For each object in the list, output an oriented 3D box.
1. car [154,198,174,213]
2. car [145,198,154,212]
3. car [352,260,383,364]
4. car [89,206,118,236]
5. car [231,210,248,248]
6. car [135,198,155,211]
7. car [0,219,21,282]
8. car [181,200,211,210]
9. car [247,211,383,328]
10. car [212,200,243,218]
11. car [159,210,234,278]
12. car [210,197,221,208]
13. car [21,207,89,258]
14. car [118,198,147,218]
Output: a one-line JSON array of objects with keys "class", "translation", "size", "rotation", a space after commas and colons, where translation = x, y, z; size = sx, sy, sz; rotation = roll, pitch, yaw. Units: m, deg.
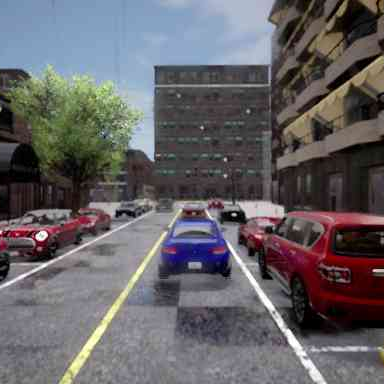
[{"class": "car", "translation": [-2.974, 1.444, 36.400], "size": [1.837, 1.490, 4.892], "rotation": [0, 0, 0]}, {"class": "car", "translation": [-5.535, 1.492, 35.249], "size": [2.008, 1.369, 4.403], "rotation": [1, 0, 0]}, {"class": "car", "translation": [2.705, 1.522, 1.330], "size": [1.752, 1.417, 4.829], "rotation": [1, 0, 0]}, {"class": "car", "translation": [-5.590, 1.550, 18.188], "size": [1.802, 1.307, 4.206], "rotation": [1, 0, 0]}, {"class": "car", "translation": [2.739, 1.559, 12.534], "size": [1.802, 1.307, 4.206], "rotation": [1, 0, 0]}, {"class": "car", "translation": [-5.688, 1.458, 40.766], "size": [1.752, 1.417, 4.829], "rotation": [1, 0, 0]}, {"class": "car", "translation": [-5.623, 1.428, 6.814], "size": [1.967, 1.590, 4.097], "rotation": [1, 0, 0]}, {"class": "car", "translation": [0.142, 1.503, 25.092], "size": [2.033, 1.411, 5.357], "rotation": [0, 0, 1]}, {"class": "car", "translation": [2.726, 1.302, 6.847], "size": [2.192, 1.841, 5.009], "rotation": [1, 0, 0]}, {"class": "car", "translation": [2.775, 1.524, 23.907], "size": [1.947, 1.339, 4.313], "rotation": [1, 0, 0]}, {"class": "car", "translation": [0.092, 1.507, 9.940], "size": [1.812, 1.442, 4.674], "rotation": [0, 0, 1]}, {"class": "car", "translation": [2.878, 1.372, 40.963], "size": [1.967, 1.590, 4.097], "rotation": [1, 0, 0]}, {"class": "car", "translation": [-5.605, 1.418, 12.502], "size": [1.967, 1.590, 4.097], "rotation": [1, 0, 0]}, {"class": "car", "translation": [-5.554, 1.515, 29.561], "size": [1.947, 1.339, 4.313], "rotation": [1, 0, 0]}]
